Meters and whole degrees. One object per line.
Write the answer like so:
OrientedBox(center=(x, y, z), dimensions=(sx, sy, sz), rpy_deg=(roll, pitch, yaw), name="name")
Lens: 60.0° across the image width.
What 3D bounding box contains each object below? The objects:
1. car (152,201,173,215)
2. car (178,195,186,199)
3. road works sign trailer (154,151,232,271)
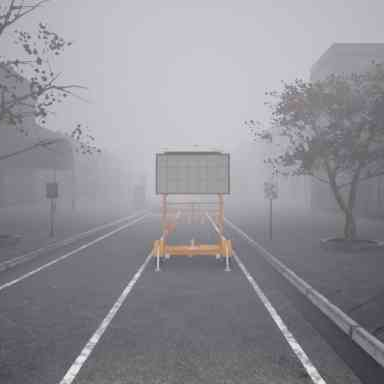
OrientedBox(center=(-3.020, 1.617, 35.175), dimensions=(1.994, 1.385, 4.181), rpy_deg=(0, 0, 0), name="car")
OrientedBox(center=(-2.793, 1.273, 90.930), dimensions=(1.812, 1.442, 4.674), rpy_deg=(0, 0, 0), name="car")
OrientedBox(center=(0.025, 0.480, 10.926), dimensions=(2.380, 3.560, 2.880), rpy_deg=(0, 0, 0), name="road works sign trailer")
